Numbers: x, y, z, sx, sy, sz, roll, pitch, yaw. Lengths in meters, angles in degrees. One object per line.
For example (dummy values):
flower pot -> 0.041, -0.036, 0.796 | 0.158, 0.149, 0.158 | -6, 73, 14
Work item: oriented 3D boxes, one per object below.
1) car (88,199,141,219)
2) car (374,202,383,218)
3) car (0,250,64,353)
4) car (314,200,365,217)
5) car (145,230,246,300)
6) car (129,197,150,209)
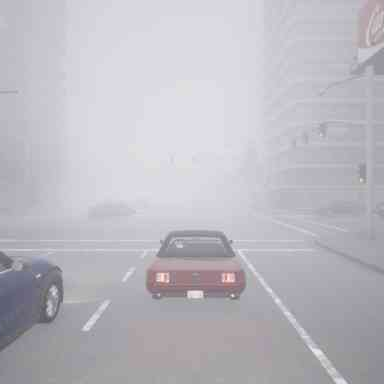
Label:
car -> -7.054, 1.564, 29.505 | 4.181, 1.385, 1.994 | 0, 0, -44
car -> 18.256, 1.222, 27.783 | 5.566, 2.045, 2.150 | 0, 0, 0
car -> -3.434, 1.352, 4.329 | 2.097, 1.767, 4.553 | 0, 0, 1
car -> 14.045, 1.505, 31.268 | 4.892, 1.490, 1.837 | 0, 0, 0
car -> 0.106, 1.601, 8.353 | 1.895, 1.301, 4.718 | 0, 0, 1
car -> -6.962, 1.492, 46.451 | 2.128, 1.511, 4.902 | 0, 0, 1
